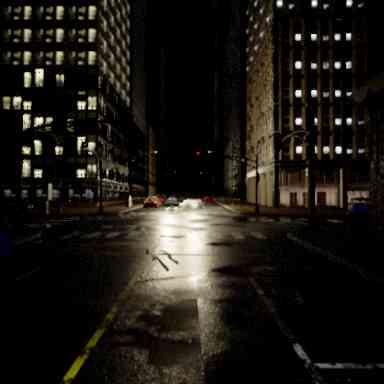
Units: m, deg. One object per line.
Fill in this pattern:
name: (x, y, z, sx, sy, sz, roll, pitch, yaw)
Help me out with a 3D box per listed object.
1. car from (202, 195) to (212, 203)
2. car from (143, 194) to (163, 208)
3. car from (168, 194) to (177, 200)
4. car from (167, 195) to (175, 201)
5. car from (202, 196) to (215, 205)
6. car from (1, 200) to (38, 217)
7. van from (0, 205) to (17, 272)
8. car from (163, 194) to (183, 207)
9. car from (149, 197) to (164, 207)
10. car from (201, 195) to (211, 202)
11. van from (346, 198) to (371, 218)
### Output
car: (3.015, 1.406, 68.000, 1.752, 1.417, 4.829, 1, 0, 0)
car: (-5.467, 1.361, 45.500, 1.967, 1.590, 4.097, 1, 0, 0)
car: (-5.264, 1.395, 90.101, 2.008, 1.369, 4.403, 1, 0, 0)
car: (-5.290, 1.398, 84.526, 1.887, 1.381, 4.507, 1, 0, 0)
car: (2.961, 1.482, 56.674, 1.802, 1.307, 4.206, 1, 0, 0)
car: (-16.355, 1.447, 30.130, 4.097, 1.590, 1.967, 0, -1, 0)
van: (-5.778, 1.329, 7.435, 1.690, 1.788, 3.998, 1, 0, 0)
car: (-2.857, 1.462, 48.641, 2.033, 1.411, 5.357, 0, 0, 1)
car: (-5.445, 1.493, 51.076, 1.802, 1.307, 4.206, 1, 0, 0)
car: (3.039, 1.438, 73.407, 1.947, 1.339, 4.313, 1, 0, 0)
van: (16.118, 1.399, 29.909, 3.998, 1.788, 1.690, 0, -1, 0)
